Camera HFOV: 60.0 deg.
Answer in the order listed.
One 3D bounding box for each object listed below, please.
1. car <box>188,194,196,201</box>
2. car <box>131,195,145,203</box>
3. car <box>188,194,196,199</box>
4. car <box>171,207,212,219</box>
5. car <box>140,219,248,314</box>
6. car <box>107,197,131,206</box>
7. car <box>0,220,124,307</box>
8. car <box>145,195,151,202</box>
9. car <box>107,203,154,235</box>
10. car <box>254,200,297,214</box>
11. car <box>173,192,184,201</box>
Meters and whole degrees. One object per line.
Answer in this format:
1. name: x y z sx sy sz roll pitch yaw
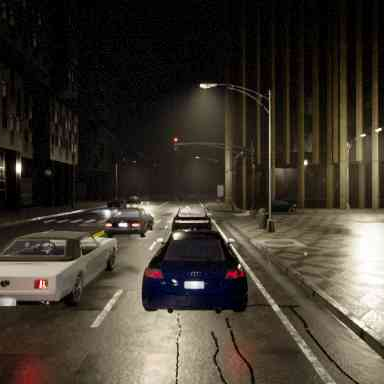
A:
1. car: -0.012 1.336 75.057 2.033 1.411 5.357 0 0 0
2. car: -9.847 1.423 56.498 2.033 1.411 5.357 0 0 0
3. car: -0.013 1.192 85.509 1.895 1.301 4.718 0 0 0
4. car: -0.003 1.477 16.579 2.128 1.511 4.902 0 0 0
5. car: 0.085 1.560 7.705 1.994 1.385 4.181 0 0 1
6. car: -9.855 1.522 43.945 1.895 1.301 4.718 0 0 0
7. car: -3.149 1.597 7.926 1.895 1.301 4.718 0 0 0
8. car: -9.763 1.362 70.357 2.033 1.411 5.357 0 0 0
9. car: -3.155 1.531 17.517 2.033 1.411 5.357 0 0 0
10. car: 8.165 1.474 32.880 4.181 1.385 1.994 0 0 -3
11. car: -3.262 1.296 75.057 1.837 1.490 4.892 0 0 0
